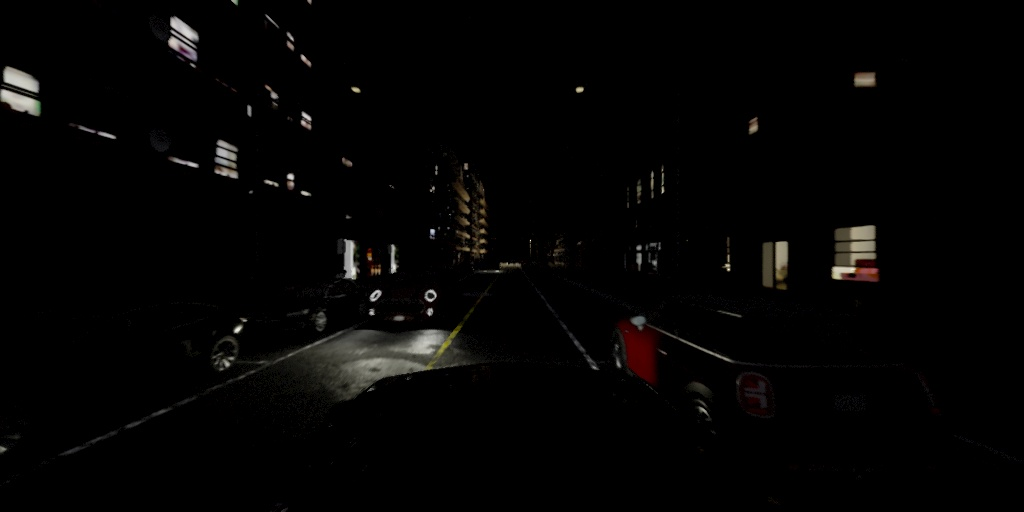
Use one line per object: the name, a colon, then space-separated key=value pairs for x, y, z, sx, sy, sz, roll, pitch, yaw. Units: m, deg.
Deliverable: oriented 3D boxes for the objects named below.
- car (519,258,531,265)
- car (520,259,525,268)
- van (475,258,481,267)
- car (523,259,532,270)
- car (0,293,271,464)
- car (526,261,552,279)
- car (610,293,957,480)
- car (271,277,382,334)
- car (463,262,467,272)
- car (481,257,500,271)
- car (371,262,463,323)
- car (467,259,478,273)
car: x=2.678 y=1.480 z=61.760 sx=1.888 sy=1.381 sz=4.507 roll=0 pitch=0 yaw=0
car: x=2.679 y=1.494 z=56.063 sx=1.802 sy=1.307 sz=4.207 roll=0 pitch=0 yaw=0
van: x=-5.703 y=1.275 z=61.762 sx=1.690 sy=1.789 sz=3.998 roll=0 pitch=0 yaw=0
car: x=2.682 y=1.416 z=44.670 sx=1.888 sy=1.381 sz=4.507 roll=0 pitch=0 yaw=0
car: x=-5.691 y=1.323 z=4.795 sx=1.948 sy=1.339 sz=4.313 roll=0 pitch=0 yaw=0
car: x=2.684 y=1.384 z=33.278 sx=2.007 sy=1.370 sz=4.403 roll=0 pitch=0 yaw=0
car: x=2.690 y=1.197 z=4.795 sx=1.967 sy=1.591 sz=4.097 roll=0 pitch=0 yaw=0
car: x=-5.692 y=1.322 z=10.491 sx=2.007 sy=1.370 sz=4.403 roll=0 pitch=0 yaw=0
car: x=-5.697 y=1.378 z=33.279 sx=1.888 sy=1.381 sz=4.507 roll=0 pitch=0 yaw=0
car: x=-3.066 y=1.126 z=54.767 sx=2.150 sy=2.045 sz=5.566 roll=0 pitch=0 yaw=0
car: x=-3.103 y=1.127 z=12.098 sx=2.097 sy=1.767 sz=4.553 roll=0 pitch=0 yaw=0
car: x=-5.699 y=1.436 z=44.671 sx=1.948 sy=1.339 sz=4.313 roll=0 pitch=0 yaw=0
